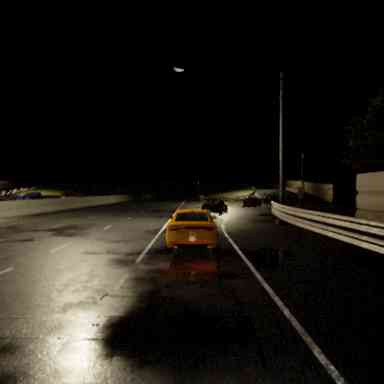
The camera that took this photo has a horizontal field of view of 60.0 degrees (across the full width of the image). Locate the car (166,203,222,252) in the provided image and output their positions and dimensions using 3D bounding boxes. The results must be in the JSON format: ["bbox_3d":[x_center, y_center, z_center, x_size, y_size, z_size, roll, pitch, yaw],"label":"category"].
[{"bbox_3d":[0.019,1.445,13.838,1.882,1.535,5.008,0,0,0],"label":"car"}]

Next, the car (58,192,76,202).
[{"bbox_3d":[-27.935,1.097,74.519,2.150,2.045,5.566,0,0,0],"label":"car"}]

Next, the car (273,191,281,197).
[{"bbox_3d":[22.561,0.443,88.757,1.895,1.301,4.718,0,3,12],"label":"car"}]

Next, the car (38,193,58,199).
[{"bbox_3d":[-24.473,1.395,57.939,1.812,1.442,4.674,0,0,1],"label":"car"}]

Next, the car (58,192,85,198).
[{"bbox_3d":[-20.978,1.222,58.021,2.097,1.767,4.553,0,0,1],"label":"car"}]

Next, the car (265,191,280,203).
[{"bbox_3d":[14.786,1.098,62.367,2.150,2.045,5.566,1,1,20],"label":"car"}]

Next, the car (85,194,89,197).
[{"bbox_3d":[-24.435,1.228,74.616,2.097,1.767,4.553,0,0,0],"label":"car"}]

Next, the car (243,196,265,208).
[{"bbox_3d":[8.573,1.459,46.994,1.882,1.535,5.008,1,0,24],"label":"car"}]

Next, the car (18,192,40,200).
[{"bbox_3d":[-27.963,1.090,57.867,2.150,2.045,5.566,0,0,0],"label":"car"}]

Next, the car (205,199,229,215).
[{"bbox_3d":[2.269,1.425,31.853,1.837,1.490,4.892,-2,0,17],"label":"car"}]

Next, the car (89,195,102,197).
[{"bbox_3d":[-20.934,1.398,74.628,1.812,1.442,4.674,0,0,0],"label":"car"}]
